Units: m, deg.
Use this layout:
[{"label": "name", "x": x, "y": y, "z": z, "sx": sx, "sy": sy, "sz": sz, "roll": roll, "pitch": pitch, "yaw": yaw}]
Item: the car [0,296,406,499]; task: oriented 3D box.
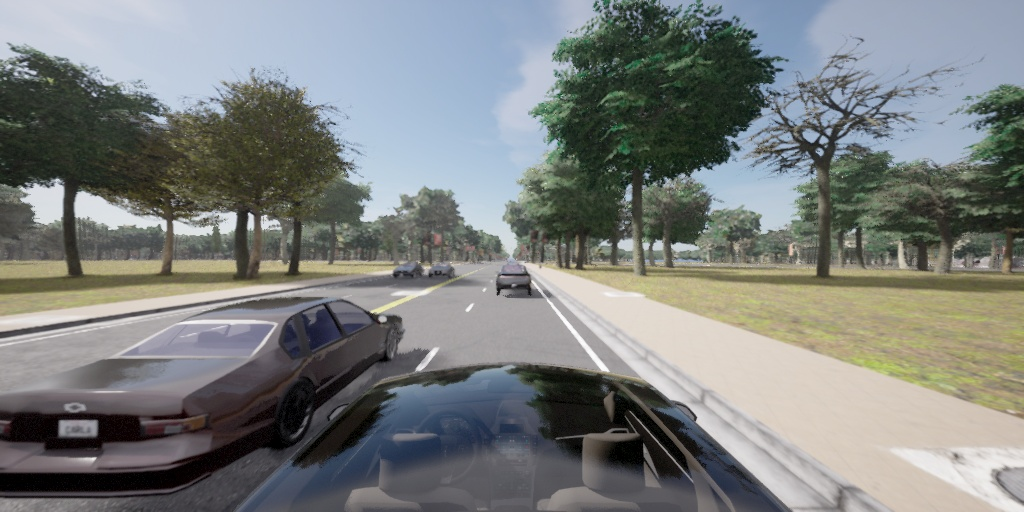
[{"label": "car", "x": -3.150, "y": 1.294, "z": 5.113, "sx": 2.033, "sy": 1.411, "sz": 5.357, "roll": 0, "pitch": 0, "yaw": 0}]

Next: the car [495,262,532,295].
[{"label": "car", "x": 0.100, "y": 1.237, "z": 19.785, "sx": 2.128, "sy": 1.511, "sz": 4.902, "roll": 0, "pitch": 0, "yaw": 0}]

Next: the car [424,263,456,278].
[{"label": "car", "x": -6.506, "y": 1.322, "z": 33.552, "sx": 1.994, "sy": 1.385, "sz": 4.181, "roll": 0, "pitch": 0, "yaw": 0}]

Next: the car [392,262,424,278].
[{"label": "car", "x": -9.750, "y": 1.308, "z": 34.306, "sx": 2.033, "sy": 1.411, "sz": 5.357, "roll": 0, "pitch": 0, "yaw": 0}]
